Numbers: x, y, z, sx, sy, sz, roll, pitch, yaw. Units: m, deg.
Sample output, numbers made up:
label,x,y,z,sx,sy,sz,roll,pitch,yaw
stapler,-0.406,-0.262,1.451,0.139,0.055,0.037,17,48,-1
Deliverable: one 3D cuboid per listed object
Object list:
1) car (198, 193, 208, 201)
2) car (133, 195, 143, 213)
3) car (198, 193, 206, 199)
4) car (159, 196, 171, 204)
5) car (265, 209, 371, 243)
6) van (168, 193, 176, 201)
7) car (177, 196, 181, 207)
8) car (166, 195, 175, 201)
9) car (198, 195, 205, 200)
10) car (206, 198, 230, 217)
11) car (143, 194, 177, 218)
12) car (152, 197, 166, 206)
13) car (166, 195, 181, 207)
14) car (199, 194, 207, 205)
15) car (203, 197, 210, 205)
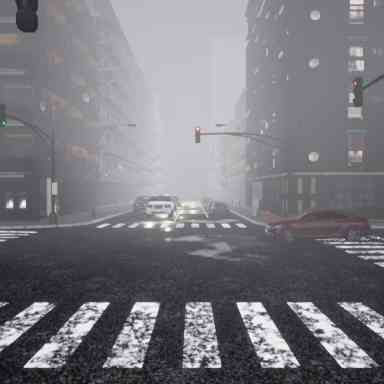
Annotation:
label,x,y,z,sx,sy,sz,roll,pitch,yaw
car,2.673,1.280,81.249,2.192,1.841,5.009,-1,0,0
car,-5.273,1.303,37.006,2.192,1.841,5.009,-1,0,0
car,2.669,1.551,75.709,1.802,1.307,4.206,-1,0,0
car,-5.228,1.557,64.692,1.802,1.307,4.206,-1,0,0
car,5.767,1.505,15.424,4.674,1.442,1.812,0,0,0
van,-5.198,1.302,86.841,1.690,1.788,3.998,-1,0,0
car,-2.788,1.478,40.415,2.128,1.511,4.902,0,0,0
car,-5.204,1.490,81.134,1.752,1.417,4.829,-1,0,0
car,2.693,1.539,92.327,1.802,1.307,4.206,-1,0,0
car,2.602,1.572,31.396,1.802,1.307,4.206,-1,0,0
car,-2.810,1.212,30.395,2.150,2.045,5.566,0,0,0
car,-5.245,1.563,53.618,1.802,1.307,4.206,-1,0,0
car,-2.763,1.333,50.500,2.097,1.767,4.553,0,0,0
car,2.643,1.523,59.092,1.887,1.381,4.507,-1,0,0
car,2.610,1.539,36.935,2.008,1.369,4.403,-1,0,0
